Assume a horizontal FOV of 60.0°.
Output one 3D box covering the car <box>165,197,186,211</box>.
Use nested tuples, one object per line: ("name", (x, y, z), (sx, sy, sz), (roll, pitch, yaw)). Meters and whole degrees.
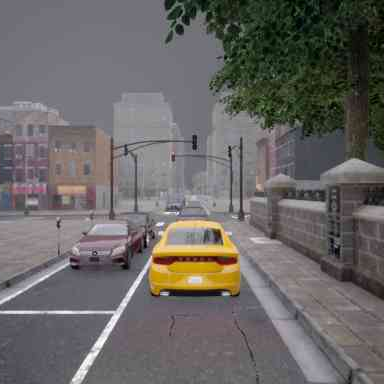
("car", (-2.055, 1.555, 38.277), (1.994, 1.385, 4.181), (0, 0, -3))

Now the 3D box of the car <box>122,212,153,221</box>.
("car", (-2.618, 1.565, 14.708), (1.947, 1.339, 4.313), (0, 0, 0))

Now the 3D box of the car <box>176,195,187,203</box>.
("car", (-2.121, 1.498, 69.617), (2.128, 1.511, 4.902), (0, 0, 0))

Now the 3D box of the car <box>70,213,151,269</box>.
("car", (-2.623, 1.581, 11.045), (1.802, 1.307, 4.206), (0, 0, 0))

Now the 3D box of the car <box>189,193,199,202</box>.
("car", (0.379, 1.508, 66.917), (1.812, 1.442, 4.674), (0, 0, 0))

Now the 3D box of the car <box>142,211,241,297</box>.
("car", (0.078, 1.477, 8.639), (1.882, 1.535, 5.008), (0, 0, 0))

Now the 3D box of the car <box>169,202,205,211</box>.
("car", (0.030, 1.546, 19.128), (2.033, 1.411, 5.357), (0, 0, 0))

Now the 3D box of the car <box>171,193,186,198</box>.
("car", (-2.212, 1.211, 54.033), (2.150, 2.045, 5.566), (0, 0, 0))
